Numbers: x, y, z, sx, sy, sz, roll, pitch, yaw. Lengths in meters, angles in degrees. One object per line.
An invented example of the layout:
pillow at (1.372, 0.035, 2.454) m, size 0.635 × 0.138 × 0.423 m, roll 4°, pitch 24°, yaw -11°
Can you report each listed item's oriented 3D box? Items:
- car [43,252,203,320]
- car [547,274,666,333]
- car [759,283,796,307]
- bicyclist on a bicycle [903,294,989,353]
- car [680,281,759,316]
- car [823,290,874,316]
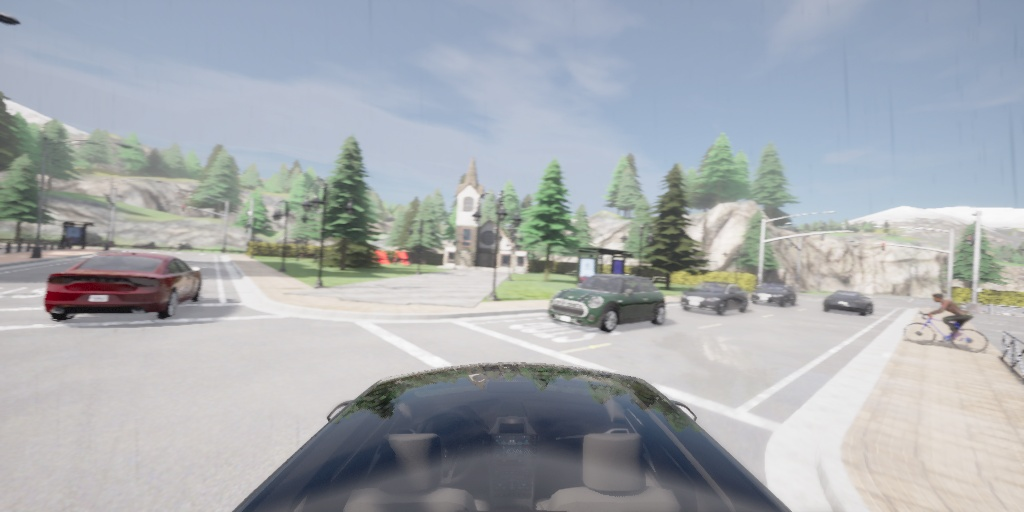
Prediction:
car at (-9.800, 0.646, 9.510) m, size 1.882 × 1.535 × 5.008 m, roll 5°, pitch -1°, yaw -32°
car at (3.334, 1.414, 12.223) m, size 4.553 × 1.767 × 2.097 m, roll 4°, pitch -1°, yaw -40°
car at (18.279, 2.645, 24.982) m, size 4.902 × 1.511 × 2.128 m, roll 4°, pitch -1°, yaw -42°
bicyclist on a bicycle at (13.029, 1.983, 10.800) m, size 0.582 × 1.620 × 1.656 m, roll 4°, pitch 0°, yaw -40°
car at (10.360, 2.067, 18.224) m, size 4.902 × 1.511 × 2.128 m, roll 4°, pitch -1°, yaw -40°
car at (21.301, 2.895, 22.702) m, size 4.181 × 1.385 × 1.994 m, roll 4°, pitch -1°, yaw -41°
